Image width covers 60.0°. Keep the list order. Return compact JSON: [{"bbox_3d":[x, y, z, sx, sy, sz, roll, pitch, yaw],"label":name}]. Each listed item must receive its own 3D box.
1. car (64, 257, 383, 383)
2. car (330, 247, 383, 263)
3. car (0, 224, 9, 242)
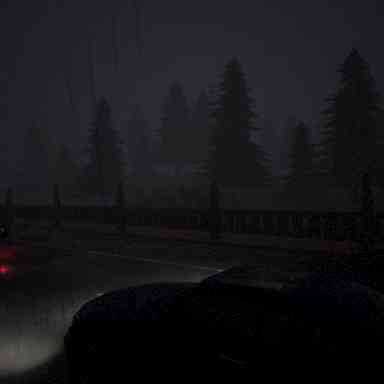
[{"bbox_3d":[0.604,1.541,3.561,4.674,1.442,1.812,-1,0,36],"label":"car"},{"bbox_3d":[3.708,1.566,5.647,4.181,1.385,1.994,-1,0,35],"label":"car"},{"bbox_3d":[-10.883,1.795,16.053,4.718,1.301,1.895,-1,0,35],"label":"car"}]
